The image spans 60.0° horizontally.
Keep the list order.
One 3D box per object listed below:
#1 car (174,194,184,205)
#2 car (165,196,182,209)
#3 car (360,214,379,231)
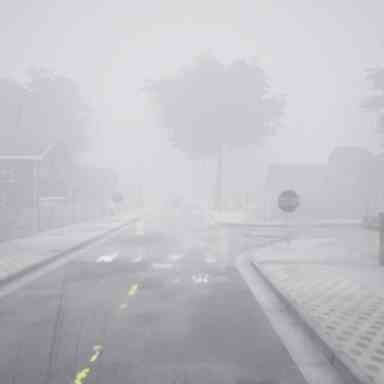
[{"bbox_3d":[-2.785,1.444,66.029,2.150,2.045,5.566,0,0,0],"label":"car"},{"bbox_3d":[-2.860,1.757,48.883,1.812,1.442,4.674,0,0,0],"label":"car"},{"bbox_3d":[11.450,1.457,16.796,5.357,1.411,2.033,-1,0,-1],"label":"car"}]
